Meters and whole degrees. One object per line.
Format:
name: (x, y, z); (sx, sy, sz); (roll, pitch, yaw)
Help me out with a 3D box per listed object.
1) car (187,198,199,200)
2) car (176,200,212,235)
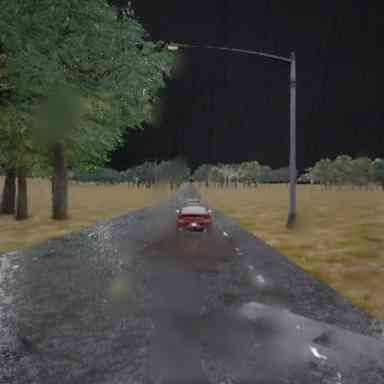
car: (0.099, 1.419, 38.131); (2.128, 1.511, 4.902); (0, 0, 0)
car: (0.099, 1.440, 18.743); (1.882, 1.535, 5.008); (0, 0, 0)
